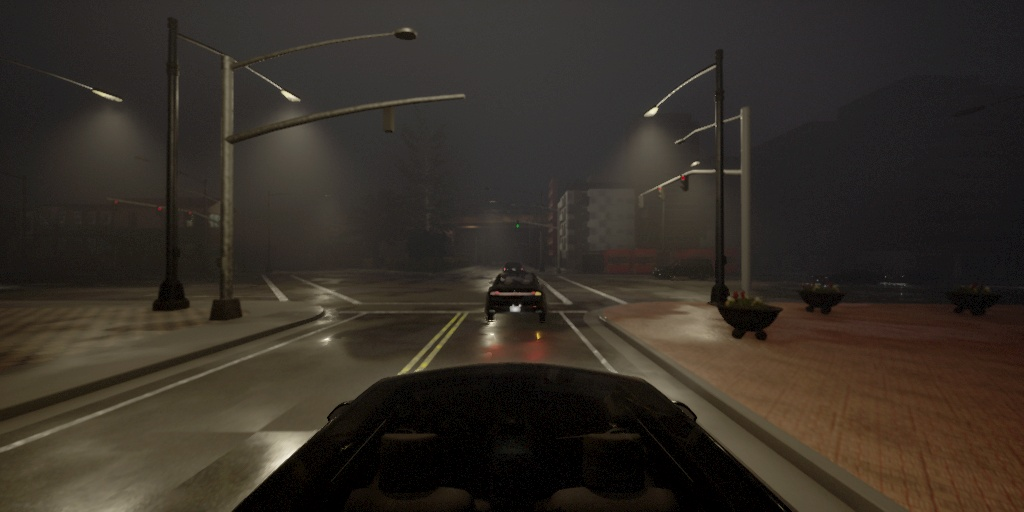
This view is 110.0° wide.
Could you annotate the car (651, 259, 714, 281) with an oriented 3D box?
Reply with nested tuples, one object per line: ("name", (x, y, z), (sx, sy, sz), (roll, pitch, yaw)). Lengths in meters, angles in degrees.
("car", (16.292, 1.285, 34.371), (5.566, 2.045, 2.150), (1, 0, 0))

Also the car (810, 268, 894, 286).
("car", (29.044, 1.766, 30.955), (5.357, 1.411, 2.033), (1, 0, 0))

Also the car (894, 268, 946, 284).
("car", (38.789, 1.907, 34.497), (4.674, 1.442, 1.812), (1, 0, 0))

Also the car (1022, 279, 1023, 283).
("car", (47.556, 2.148, 30.985), (4.718, 1.301, 1.895), (1, 0, 0))

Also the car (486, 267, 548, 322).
("car", (0.211, 1.301, 12.522), (2.128, 1.511, 4.902), (0, 0, 3))

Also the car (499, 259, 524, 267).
("car", (0.131, 1.296, 34.952), (2.097, 1.767, 4.553), (0, 0, 0))
